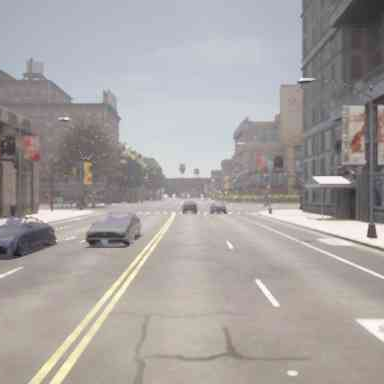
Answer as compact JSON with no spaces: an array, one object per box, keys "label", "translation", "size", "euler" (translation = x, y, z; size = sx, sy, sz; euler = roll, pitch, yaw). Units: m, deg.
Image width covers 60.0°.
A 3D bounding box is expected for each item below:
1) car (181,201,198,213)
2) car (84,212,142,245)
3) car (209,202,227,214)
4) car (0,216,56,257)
[{"label":"car","translation":[-0.262,1.897,42.642],"size":[1.837,1.490,4.892],"euler":[0,0,-1]},{"label":"car","translation":[-3.660,1.700,16.562],"size":[2.033,1.411,5.357],"euler":[0,-1,0]},{"label":"car","translation":[3.249,1.926,41.520],"size":[2.033,1.411,5.357],"euler":[0,-1,0]},{"label":"car","translation":[-7.127,1.688,13.355],"size":[1.994,1.385,4.181],"euler":[0,-1,0]}]
